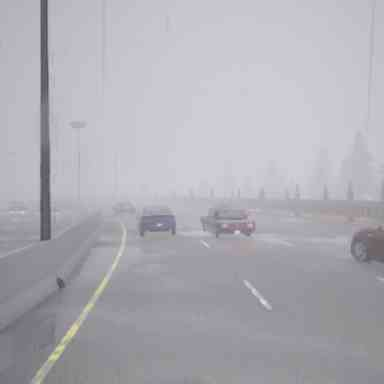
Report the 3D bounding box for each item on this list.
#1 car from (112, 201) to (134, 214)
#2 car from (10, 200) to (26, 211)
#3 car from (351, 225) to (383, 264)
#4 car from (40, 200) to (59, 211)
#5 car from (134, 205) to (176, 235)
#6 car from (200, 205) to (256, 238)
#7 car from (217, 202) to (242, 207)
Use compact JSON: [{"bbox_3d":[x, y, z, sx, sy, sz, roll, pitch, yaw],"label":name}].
[{"bbox_3d":[-7.579,1.649,36.696,1.994,1.385,4.181,0,0,-22],"label":"car"},{"bbox_3d":[-23.326,1.788,44.474,2.033,1.411,5.357,0,0,-30],"label":"car"},{"bbox_3d":[6.413,1.323,9.121,2.097,1.767,4.553,0,0,-5],"label":"car"},{"bbox_3d":[-18.299,1.714,42.578,1.812,1.442,4.674,0,0,-28],"label":"car"},{"bbox_3d":[-2.119,1.497,18.994,1.882,1.535,5.008,0,0,-12],"label":"car"},{"bbox_3d":[1.727,1.598,17.781,1.895,1.301,4.718,0,0,-10],"label":"car"},{"bbox_3d":[2.961,1.546,27.848,2.033,1.411,5.357,0,0,-16],"label":"car"}]
